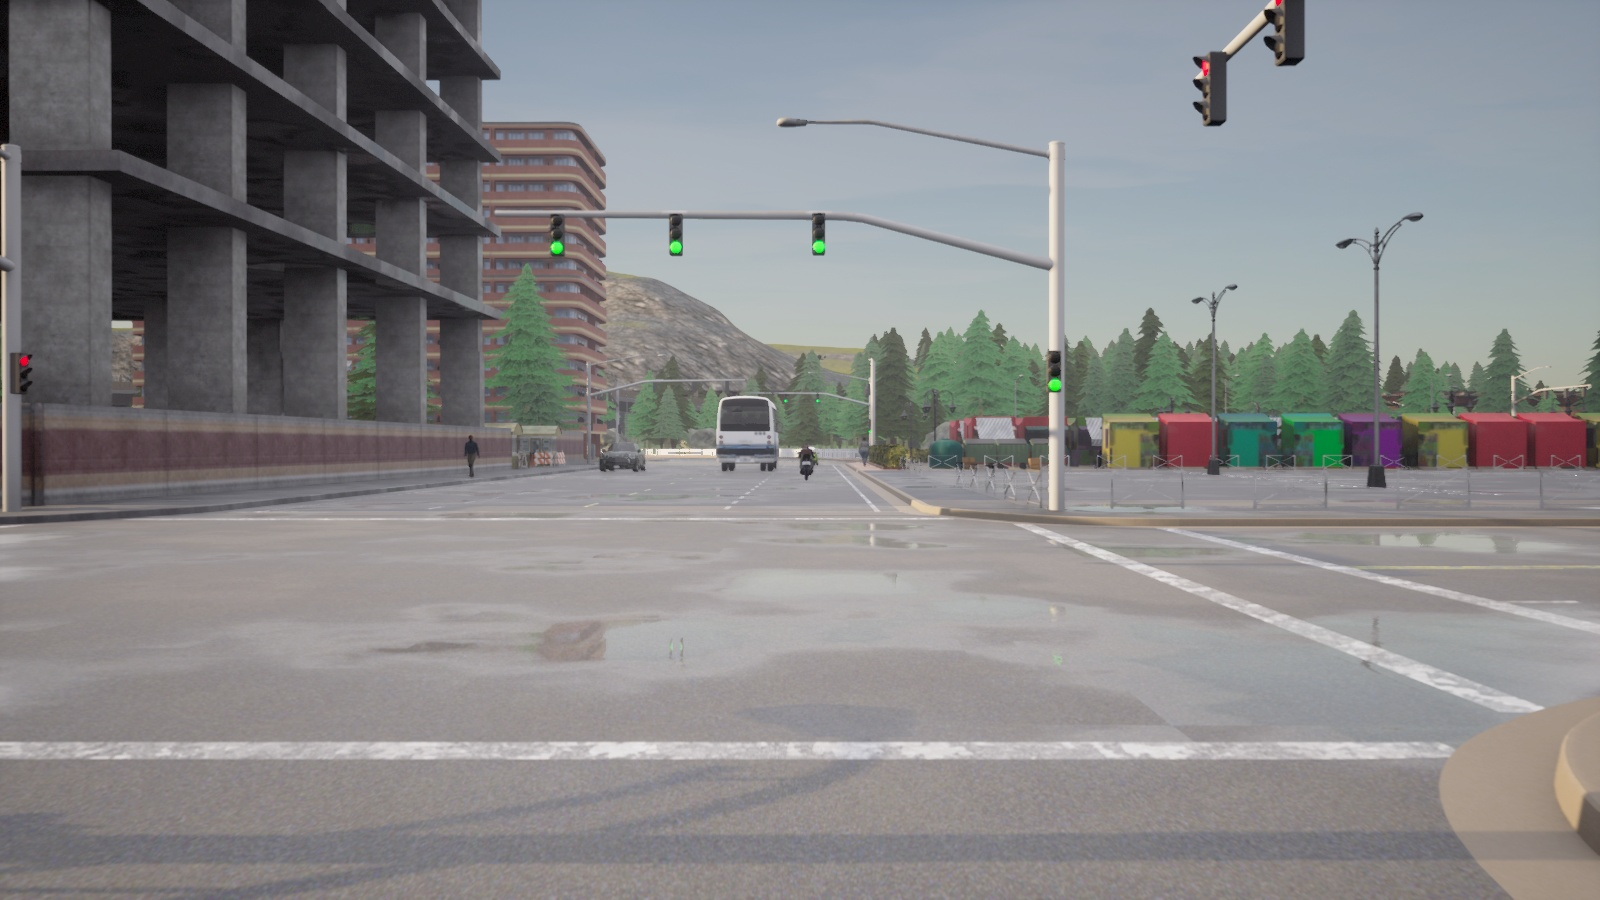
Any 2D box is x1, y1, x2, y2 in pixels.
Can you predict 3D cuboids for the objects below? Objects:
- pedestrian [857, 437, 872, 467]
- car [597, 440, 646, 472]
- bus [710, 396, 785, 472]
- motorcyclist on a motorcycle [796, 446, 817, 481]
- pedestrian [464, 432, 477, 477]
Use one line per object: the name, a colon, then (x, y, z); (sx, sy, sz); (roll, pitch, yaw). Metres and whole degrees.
pedestrian: (4.021, 0.105, 78.154); (0.874, 1.855, 0.900); (0, 0, 5)
car: (-10.041, 0.326, 70.974); (2.097, 1.767, 4.553); (0, 0, 1)
bus: (-2.991, -0.920, 75.500); (3.944, 4.253, 10.273); (0, 0, 1)
motorcyclist on a motorcycle: (0.288, 0.572, 54.949); (0.866, 1.530, 2.191); (0, 0, 1)
pedestrian: (-13.734, 0.190, 52.333); (0.370, 1.835, 0.726); (0, 0, -1)
